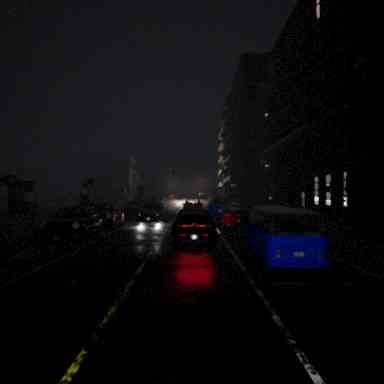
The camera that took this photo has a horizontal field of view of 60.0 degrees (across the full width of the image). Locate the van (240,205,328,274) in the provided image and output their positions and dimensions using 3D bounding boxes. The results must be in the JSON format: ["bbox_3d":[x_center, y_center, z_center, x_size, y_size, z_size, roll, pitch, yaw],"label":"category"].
[{"bbox_3d":[2.700,1.334,10.230,1.690,1.788,3.998,1,0,0],"label":"van"}]

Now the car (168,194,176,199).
[{"bbox_3d":[-5.710,1.411,93.428,1.802,1.307,4.206,1,0,0],"label":"car"}]

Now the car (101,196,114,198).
[{"bbox_3d":[-19.742,1.578,75.673,4.403,1.369,2.008,0,0,1],"label":"car"}]

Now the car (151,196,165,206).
[{"bbox_3d":[-5.665,1.469,55.364,1.887,1.381,4.507,1,0,0],"label":"car"}]

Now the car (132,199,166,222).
[{"bbox_3d":[-3.109,1.522,26.348,2.033,1.411,5.357,0,0,0],"label":"car"}]

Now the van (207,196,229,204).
[{"bbox_3d":[2.693,1.307,32.816,1.690,1.788,3.998,1,0,0],"label":"van"}]

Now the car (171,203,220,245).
[{"bbox_3d":[0.090,1.493,15.379,1.837,1.490,4.892,0,0,0],"label":"car"}]

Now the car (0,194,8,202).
[{"bbox_3d":[-42.938,1.449,75.941,5.009,1.841,2.192,0,0,1],"label":"car"}]

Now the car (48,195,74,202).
[{"bbox_3d":[-26.399,1.390,67.125,4.097,1.590,1.967,0,0,1],"label":"car"}]

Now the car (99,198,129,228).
[{"bbox_3d":[-5.653,1.421,21.489,1.967,1.590,4.097,1,0,0],"label":"car"}]

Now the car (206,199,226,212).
[{"bbox_3d":[2.688,1.522,38.462,1.947,1.339,4.313,1,0,0],"label":"car"}]

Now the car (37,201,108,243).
[{"bbox_3d":[-5.657,1.427,15.843,1.967,1.590,4.097,1,0,0],"label":"car"}]

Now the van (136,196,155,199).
[{"bbox_3d":[-5.657,1.297,38.426,1.690,1.788,3.998,1,0,0],"label":"van"}]

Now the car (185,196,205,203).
[{"bbox_3d":[0.087,1.458,32.110,2.128,1.511,4.902,0,0,0],"label":"car"}]

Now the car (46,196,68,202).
[{"bbox_3d":[-30.703,1.660,75.820,4.206,1.307,1.802,0,0,1],"label":"car"}]

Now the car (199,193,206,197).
[{"bbox_3d":[2.673,1.396,87.886,2.008,1.369,4.403,1,0,0],"label":"car"}]

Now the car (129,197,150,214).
[{"bbox_3d":[-5.657,1.510,32.780,1.887,1.381,4.507,1,0,0],"label":"car"}]

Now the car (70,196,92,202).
[{"bbox_3d":[-25.224,1.618,75.747,4.313,1.339,1.947,0,0,1],"label":"car"}]

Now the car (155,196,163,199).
[{"bbox_3d":[-5.661,1.375,49.718,1.967,1.590,4.097,1,0,0],"label":"car"}]

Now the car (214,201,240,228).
[{"bbox_3d":[2.694,1.526,21.525,1.887,1.381,4.507,1,0,0],"label":"car"}]

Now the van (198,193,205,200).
[{"bbox_3d":[2.674,1.171,93.465,1.690,1.788,3.998,1,0,0],"label":"van"}]
